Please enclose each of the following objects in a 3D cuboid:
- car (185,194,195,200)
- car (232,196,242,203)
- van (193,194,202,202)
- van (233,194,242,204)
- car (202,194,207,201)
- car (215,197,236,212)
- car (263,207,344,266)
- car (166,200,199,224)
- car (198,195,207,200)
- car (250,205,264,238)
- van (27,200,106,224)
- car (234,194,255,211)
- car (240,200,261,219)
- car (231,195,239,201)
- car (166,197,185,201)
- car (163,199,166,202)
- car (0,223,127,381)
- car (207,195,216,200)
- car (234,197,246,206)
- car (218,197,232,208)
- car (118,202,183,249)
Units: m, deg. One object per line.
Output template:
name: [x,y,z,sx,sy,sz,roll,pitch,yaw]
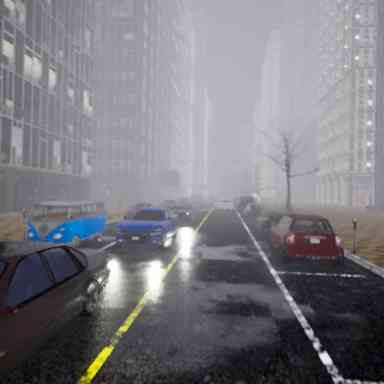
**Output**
car: [-1.197,1.430,46.798,1.947,1.339,4.313,2,0,6]
car: [9.938,1.610,74.261,2.008,1.369,4.403,2,0,6]
van: [0.490,1.206,63.782,1.690,1.788,3.998,2,0,6]
van: [9.385,1.400,68.599,1.690,1.788,3.998,2,0,6]
car: [1.602,1.431,75.106,1.947,1.339,4.313,2,0,6]
car: [3.798,1.524,38.546,1.812,1.442,4.674,1,0,6]
car: [3.905,1.502,11.976,1.967,1.590,4.097,2,0,6]
car: [-0.789,1.526,24.579,1.895,1.301,4.718,1,0,6]
car: [2.722,1.418,86.429,2.008,1.369,4.403,2,0,6]
car: [4.405,1.626,17.642,1.947,1.339,4.313,2,0,6]
van: [-4.670,1.204,12.843,1.690,1.788,3.998,2,0,6]
car: [6.587,1.373,40.292,2.192,1.841,5.009,2,0,6]
car: [5.459,1.640,28.970,1.802,1.307,4.206,2,0,6]
car: [11.058,1.612,85.584,2.008,1.369,4.403,2,0,6]
car: [-2.317,1.430,35.475,1.947,1.339,4.313,2,0,6]
car: [-3.445,1.409,24.155,1.887,1.381,4.507,2,0,6]
car: [-2.768,1.473,4.655,2.033,1.411,5.357,1,0,6]
car: [4.544,1.335,77.553,1.882,1.535,5.008,1,0,6]
car: [8.276,1.584,57.446,1.752,1.417,4.829,2,0,6]
car: [4.916,1.562,49.899,1.994,1.385,4.181,1,0,6]
car: [-1.795,1.403,14.473,1.882,1.535,5.008,1,0,6]
